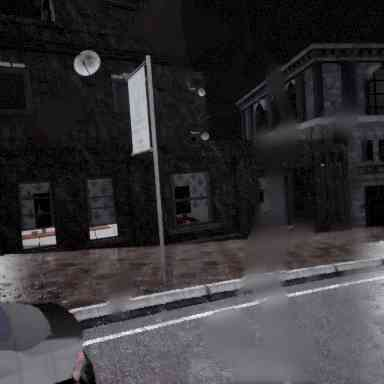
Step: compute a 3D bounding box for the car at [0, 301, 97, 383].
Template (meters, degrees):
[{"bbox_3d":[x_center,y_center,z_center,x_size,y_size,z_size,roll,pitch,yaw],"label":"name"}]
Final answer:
[{"bbox_3d":[-2.984,1.504,1.677,4.902,1.511,2.128,0,0,-35],"label":"car"}]
